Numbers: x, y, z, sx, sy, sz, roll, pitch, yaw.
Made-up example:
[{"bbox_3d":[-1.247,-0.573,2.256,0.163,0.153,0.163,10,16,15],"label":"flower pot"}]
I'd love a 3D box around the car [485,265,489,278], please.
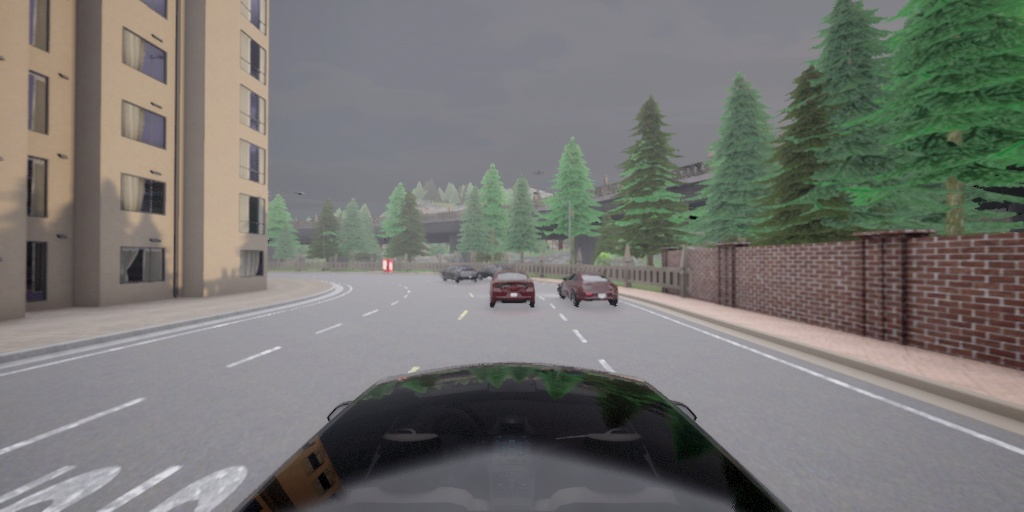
[{"bbox_3d":[-1.603,1.544,32.959,2.128,1.511,4.902,0,-1,-31],"label":"car"}]

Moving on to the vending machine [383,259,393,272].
[{"bbox_3d":[-18.035,1.430,52.010,0.880,2.100,1.100,0,0,22],"label":"vending machine"}]

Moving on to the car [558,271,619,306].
[{"bbox_3d":[3.407,1.418,16.470,1.812,1.442,4.674,0,0,-4],"label":"car"}]

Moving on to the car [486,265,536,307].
[{"bbox_3d":[-0.102,1.370,16.426,1.882,1.535,5.008,0,0,-4],"label":"car"}]

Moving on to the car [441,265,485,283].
[{"bbox_3d":[-4.638,1.527,31.218,2.128,1.511,4.902,0,-1,-31],"label":"car"}]
